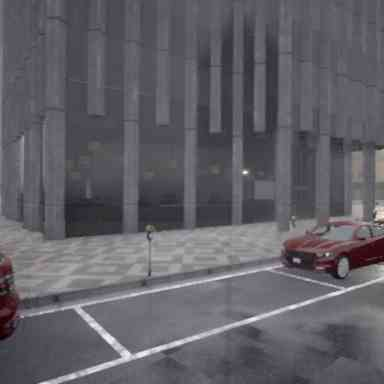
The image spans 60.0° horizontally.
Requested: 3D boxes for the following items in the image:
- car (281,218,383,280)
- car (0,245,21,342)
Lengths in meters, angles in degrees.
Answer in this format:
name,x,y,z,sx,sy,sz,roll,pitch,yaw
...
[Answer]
name,x,y,z,sx,sy,sz,roll,pitch,yaw
car,4.582,1.546,10.018,4.507,1.381,1.887,0,1,-35
car,-4.578,1.315,3.488,5.009,1.841,2.192,0,1,-35
